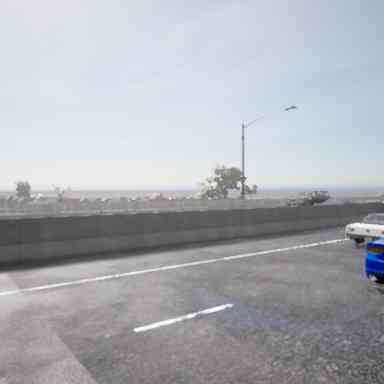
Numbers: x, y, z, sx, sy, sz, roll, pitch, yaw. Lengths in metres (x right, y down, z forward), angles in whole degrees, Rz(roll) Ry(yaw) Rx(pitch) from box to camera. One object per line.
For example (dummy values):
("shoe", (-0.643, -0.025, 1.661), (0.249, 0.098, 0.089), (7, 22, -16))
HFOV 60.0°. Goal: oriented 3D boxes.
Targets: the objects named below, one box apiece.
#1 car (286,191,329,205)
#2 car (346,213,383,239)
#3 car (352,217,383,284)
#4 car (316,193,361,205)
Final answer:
("car", (12.004, 0.748, 33.935), (5.566, 2.045, 2.150), (0, 0, -36))
("car", (8.700, 1.554, 14.254), (4.718, 1.301, 1.895), (0, 0, -36))
("car", (6.248, 1.448, 8.205), (5.008, 1.535, 1.882), (0, 0, -36))
("car", (14.062, 1.047, 31.104), (4.674, 1.442, 1.812), (0, 0, -36))
